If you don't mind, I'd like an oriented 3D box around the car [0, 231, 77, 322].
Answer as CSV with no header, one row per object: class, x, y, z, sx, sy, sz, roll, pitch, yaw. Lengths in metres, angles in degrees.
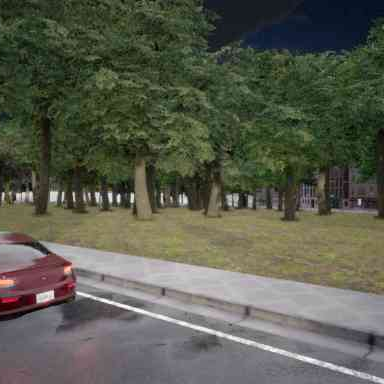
car,-4.221,1.524,6.726,4.674,1.442,1.812,0,0,36
